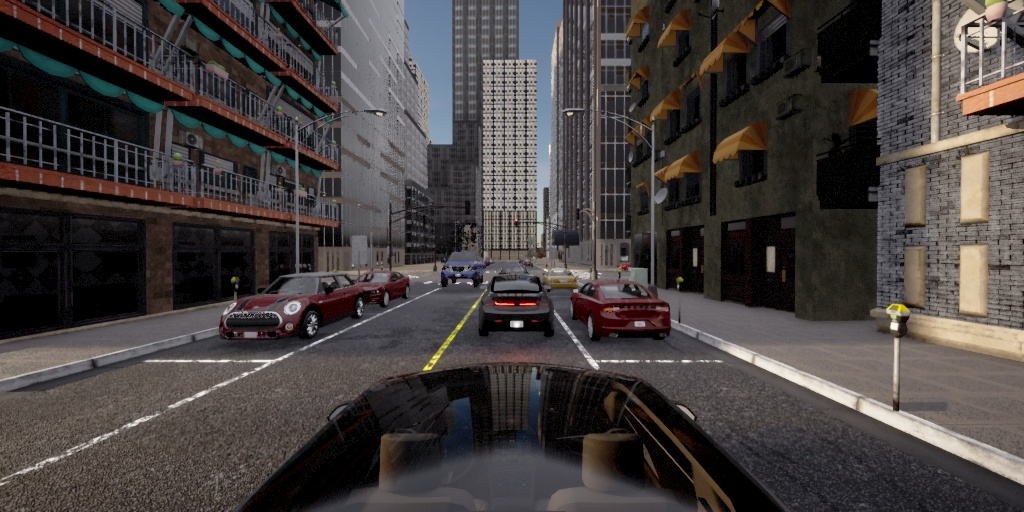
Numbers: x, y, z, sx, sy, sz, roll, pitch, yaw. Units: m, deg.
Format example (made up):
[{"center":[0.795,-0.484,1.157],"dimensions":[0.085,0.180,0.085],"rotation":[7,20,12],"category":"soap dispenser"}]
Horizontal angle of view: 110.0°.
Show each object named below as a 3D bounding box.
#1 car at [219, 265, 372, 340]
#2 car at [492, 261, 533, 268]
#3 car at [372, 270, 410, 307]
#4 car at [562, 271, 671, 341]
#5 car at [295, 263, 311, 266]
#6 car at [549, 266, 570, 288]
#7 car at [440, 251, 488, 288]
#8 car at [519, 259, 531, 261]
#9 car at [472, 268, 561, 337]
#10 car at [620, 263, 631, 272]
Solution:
[{"center":[-5.684,1.188,9.793],"dimensions":[1.967,1.591,4.097],"rotation":[0,0,0],"category":"car"},{"center":[0.118,1.239,20.456],"dimensions":[2.128,1.511,4.902],"rotation":[0,0,0],"category":"car"},{"center":[-5.678,1.293,15.317],"dimensions":[1.888,1.381,4.507],"rotation":[0,0,0],"category":"car"},{"center":[2.698,1.294,9.771],"dimensions":[1.888,1.381,4.507],"rotation":[0,0,0],"category":"car"},{"center":[-23.796,1.494,39.666],"dimensions":[4.097,1.591,1.967],"rotation":[0,0,0],"category":"car"},{"center":[2.709,1.272,20.988],"dimensions":[1.751,1.417,4.829],"rotation":[0,0,0],"category":"car"},{"center":[-2.979,0.690,22.527],"dimensions":[2.150,2.045,5.566],"rotation":[0,0,0],"category":"car"},{"center":[2.753,1.185,64.344],"dimensions":[1.967,1.591,4.097],"rotation":[0,0,0],"category":"car"},{"center":[0.108,1.253,10.323],"dimensions":[1.837,1.490,4.892],"rotation":[0,0,0],"category":"car"},{"center":[14.301,1.005,39.948],"dimensions":[4.507,1.381,1.888],"rotation":[0,0,0],"category":"car"}]
